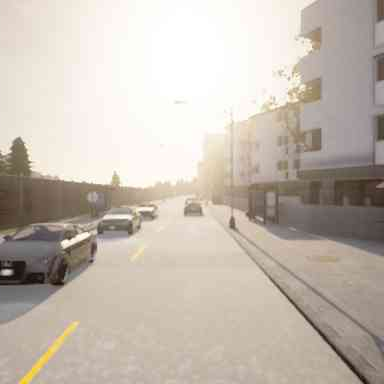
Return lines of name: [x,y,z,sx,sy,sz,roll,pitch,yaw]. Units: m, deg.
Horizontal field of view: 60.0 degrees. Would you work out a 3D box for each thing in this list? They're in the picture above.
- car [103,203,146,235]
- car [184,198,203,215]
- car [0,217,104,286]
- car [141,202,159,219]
car: [-4.085,1.570,19.415,1.812,1.442,4.674,0,0,0]
car: [0.118,1.645,35.480,1.994,1.385,4.181,0,0,0]
car: [-4.089,1.585,9.329,1.994,1.385,4.181,0,0,0]
car: [-4.049,1.615,29.718,2.033,1.411,5.357,0,0,0]
